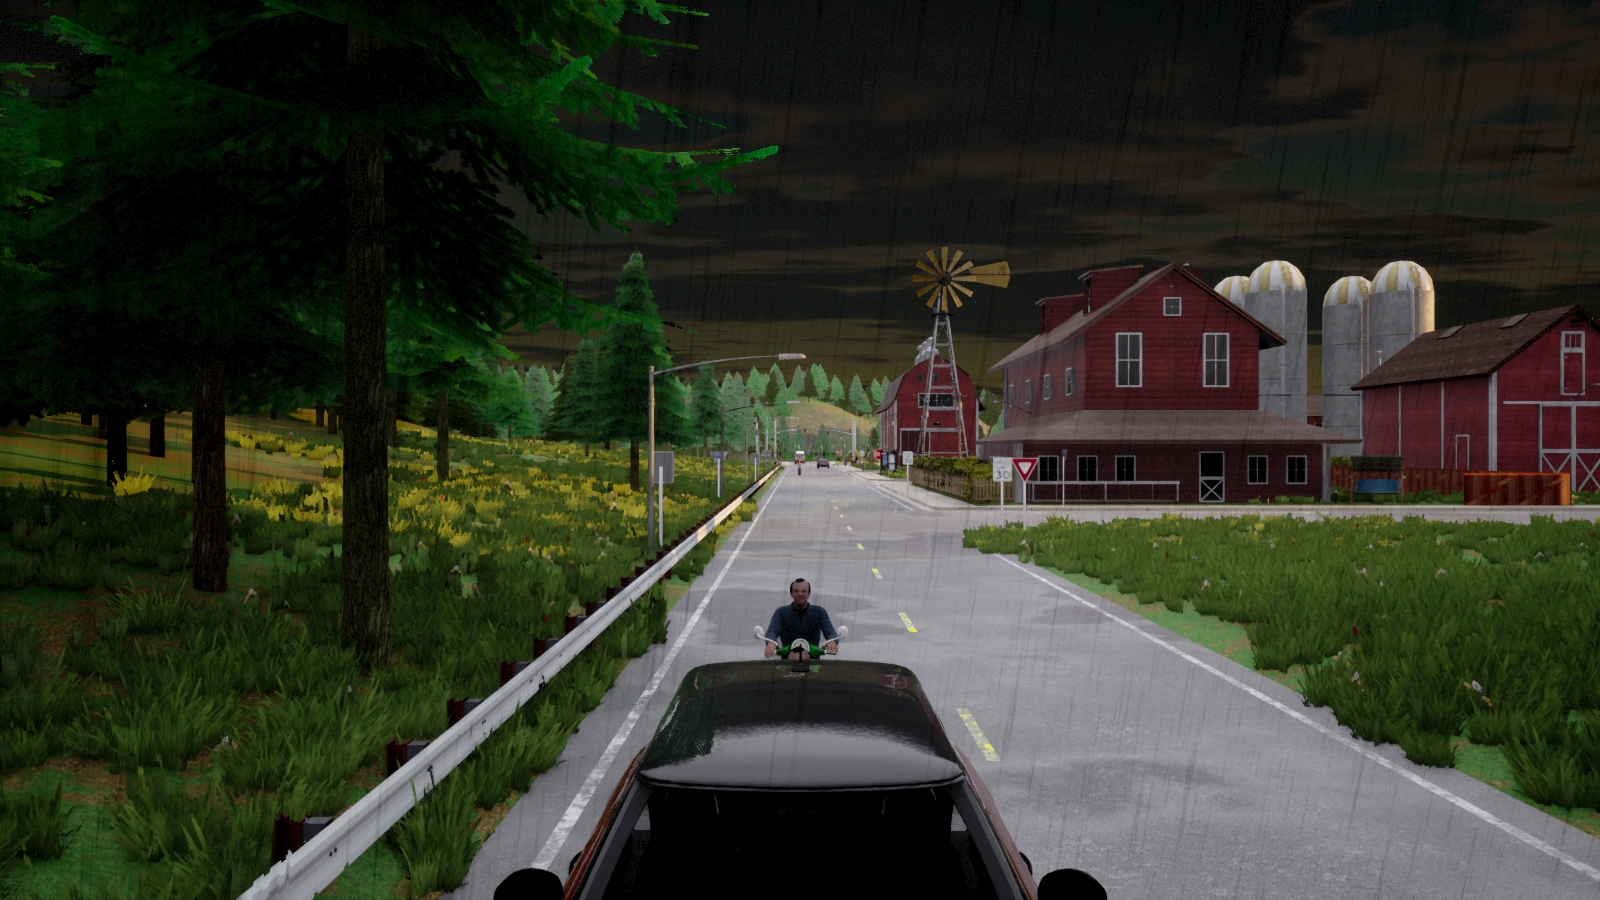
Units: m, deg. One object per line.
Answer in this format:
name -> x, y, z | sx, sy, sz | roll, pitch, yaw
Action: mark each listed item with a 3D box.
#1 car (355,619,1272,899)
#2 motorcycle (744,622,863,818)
car -> 0.032, 1.899, 4.503 | 2.097, 1.767, 4.553 | 0, 0, 0
motorcycle -> 0.026, 2.229, 9.842 | 0.867, 1.251, 2.209 | -2, -3, 0
